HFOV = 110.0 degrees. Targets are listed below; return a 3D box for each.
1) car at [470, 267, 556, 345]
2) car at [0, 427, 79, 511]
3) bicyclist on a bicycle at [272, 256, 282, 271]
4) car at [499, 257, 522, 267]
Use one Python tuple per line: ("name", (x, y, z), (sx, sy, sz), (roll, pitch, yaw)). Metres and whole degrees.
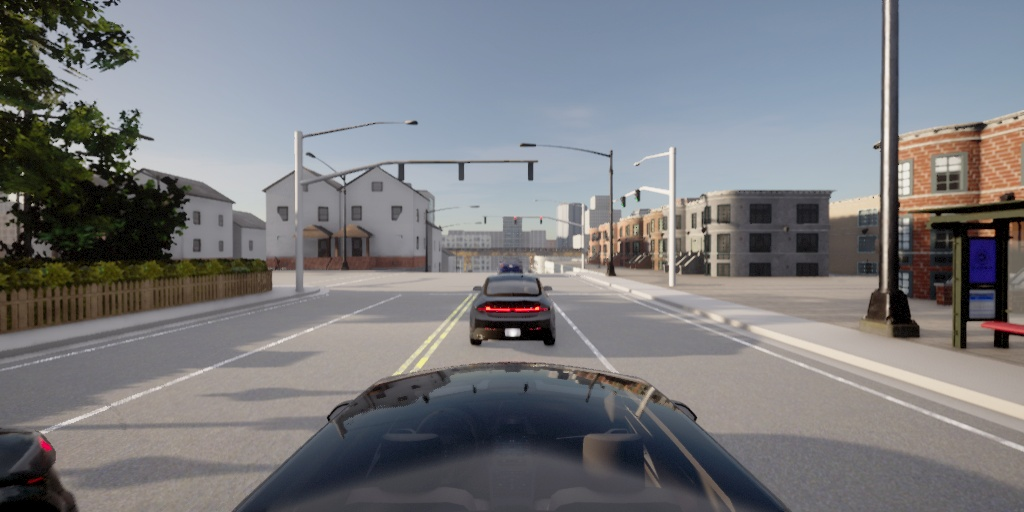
("car", (0.015, 1.205, 9.289), (1.837, 1.490, 4.892), (0, 0, 0))
("car", (-3.583, 1.323, 0.331), (1.994, 1.385, 4.181), (0, 0, 0))
("bicyclist on a bicycle", (-25.503, 0.810, 38.844), (0.582, 1.620, 1.656), (0, 1, 0))
("car", (-0.110, 0.892, 33.390), (2.097, 1.767, 4.553), (0, 0, 0))
